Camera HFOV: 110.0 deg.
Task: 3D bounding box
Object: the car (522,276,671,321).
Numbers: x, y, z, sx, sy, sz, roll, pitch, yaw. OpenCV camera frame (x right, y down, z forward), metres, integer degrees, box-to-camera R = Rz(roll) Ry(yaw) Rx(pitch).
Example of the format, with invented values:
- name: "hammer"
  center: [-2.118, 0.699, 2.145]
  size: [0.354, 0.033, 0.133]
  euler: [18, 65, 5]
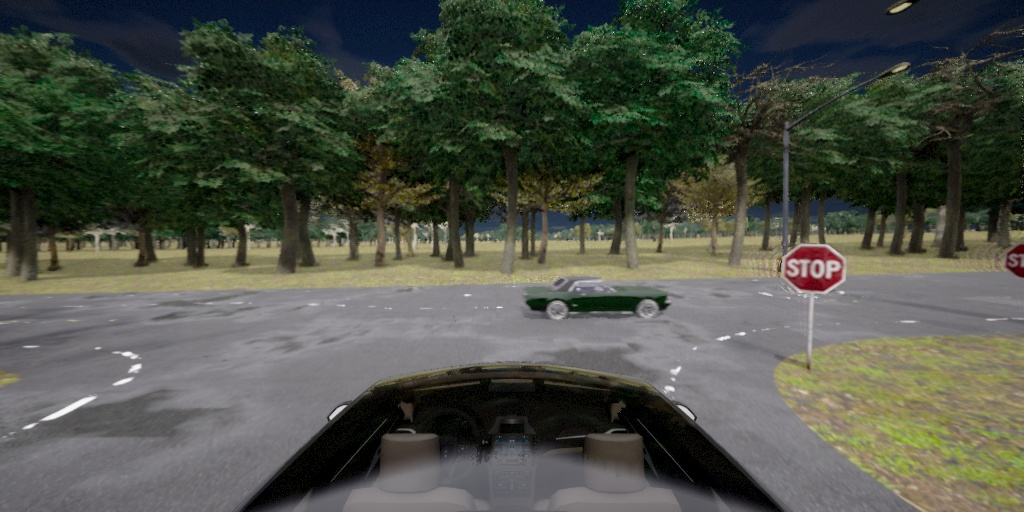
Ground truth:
- name: "car"
  center: [2.733, 1.343, 12.134]
  size: [4.718, 1.301, 1.895]
  euler: [0, 2, -2]
